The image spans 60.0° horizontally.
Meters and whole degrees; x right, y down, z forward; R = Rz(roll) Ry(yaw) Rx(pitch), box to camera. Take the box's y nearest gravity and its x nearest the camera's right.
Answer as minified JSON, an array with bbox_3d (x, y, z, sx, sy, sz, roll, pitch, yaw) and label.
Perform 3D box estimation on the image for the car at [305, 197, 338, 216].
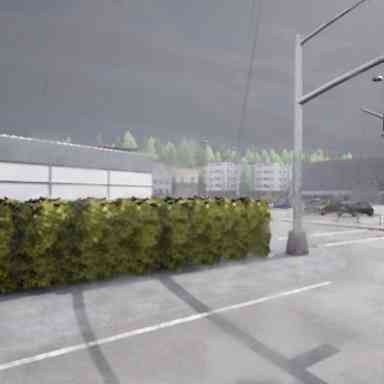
[{"bbox_3d":[14.243,1.627,35.323,5.027,1.636,2.152,1,0,-35],"label":"car"}]

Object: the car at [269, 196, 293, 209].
[{"bbox_3d":[13.752,1.688,49.428,3.633,1.501,1.845,1,0,-35],"label":"car"}]

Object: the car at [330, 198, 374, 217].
[{"bbox_3d":[16.082,1.636,32.781,4.514,1.523,2.007,1,0,-35],"label":"car"}]

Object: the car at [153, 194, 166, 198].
[{"bbox_3d":[-5.414,1.660,63.380,3.806,1.475,1.970,1,0,-35],"label":"car"}]

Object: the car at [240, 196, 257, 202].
[{"bbox_3d":[13.627,1.768,80.721,3.806,1.475,1.970,1,0,-35],"label":"car"}]

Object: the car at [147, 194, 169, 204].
[{"bbox_3d":[-6.814,1.381,66.457,3.866,1.878,1.905,1,0,-35],"label":"car"}]

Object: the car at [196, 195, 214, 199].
[{"bbox_3d":[1.518,1.475,68.267,4.605,1.855,1.932,1,0,-35],"label":"car"}]

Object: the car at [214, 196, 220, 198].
[{"bbox_3d":[5.750,1.769,79.688,4.514,1.523,2.007,1,0,-35],"label":"car"}]

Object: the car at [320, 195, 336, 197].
[{"bbox_3d":[26.894,1.638,63.010,4.605,1.855,1.932,1,0,-35],"label":"car"}]

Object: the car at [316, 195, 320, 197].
[{"bbox_3d":[24.893,1.614,65.156,3.866,1.878,1.905,1,0,-35],"label":"car"}]

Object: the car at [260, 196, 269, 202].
[{"bbox_3d":[17.567,1.692,75.645,5.027,1.636,2.152,1,0,-35],"label":"car"}]

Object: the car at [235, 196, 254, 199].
[{"bbox_3d":[8.065,1.668,57.646,4.514,1.523,2.007,1,0,-35],"label":"car"}]
